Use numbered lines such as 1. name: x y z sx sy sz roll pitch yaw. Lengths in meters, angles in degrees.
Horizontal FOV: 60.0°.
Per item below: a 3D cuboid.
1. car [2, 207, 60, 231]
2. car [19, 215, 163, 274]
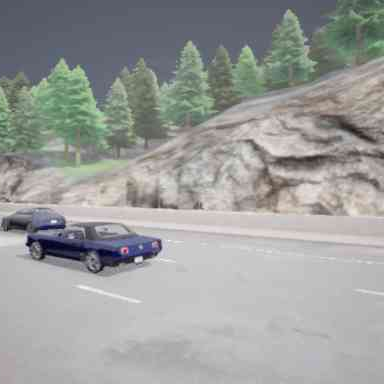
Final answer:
1. car: -9.057 1.564 19.043 4.181 1.385 1.994 0 0 35
2. car: -3.292 1.601 10.617 4.718 1.301 1.895 0 0 36
